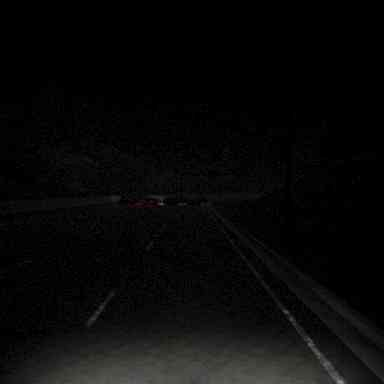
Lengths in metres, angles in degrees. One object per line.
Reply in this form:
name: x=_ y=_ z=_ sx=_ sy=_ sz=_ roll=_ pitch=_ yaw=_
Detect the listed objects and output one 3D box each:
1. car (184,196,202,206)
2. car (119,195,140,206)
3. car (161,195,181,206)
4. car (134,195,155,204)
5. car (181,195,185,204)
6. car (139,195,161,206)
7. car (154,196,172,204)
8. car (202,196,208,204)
car: x=0.243 y=1.441 z=52.811 sx=1.812 sy=1.442 sz=4.674 roll=0 pitch=0 yaw=3
car: x=-10.406 y=1.262 z=54.107 sx=2.097 sy=1.767 sz=4.553 roll=0 pitch=0 yaw=2
car: x=-3.262 y=1.392 z=52.719 sx=1.882 sy=1.535 sz=5.008 roll=0 pitch=0 yaw=3
car: x=-9.086 y=1.387 z=63.935 sx=2.128 sy=1.511 sz=4.902 roll=0 pitch=0 yaw=17
car: x=-2.096 y=1.403 z=63.064 sx=1.837 sy=1.490 sz=4.892 roll=0 pitch=0 yaw=17
car: x=-6.710 y=1.513 z=53.762 sx=1.895 sy=1.301 sz=4.718 roll=0 pitch=0 yaw=3
car: x=-5.490 y=1.497 z=63.913 sx=1.895 sy=1.301 sz=4.718 roll=0 pitch=0 yaw=17
car: x=1.530 y=1.425 z=63.041 sx=1.812 sy=1.442 sz=4.674 roll=0 pitch=0 yaw=17
